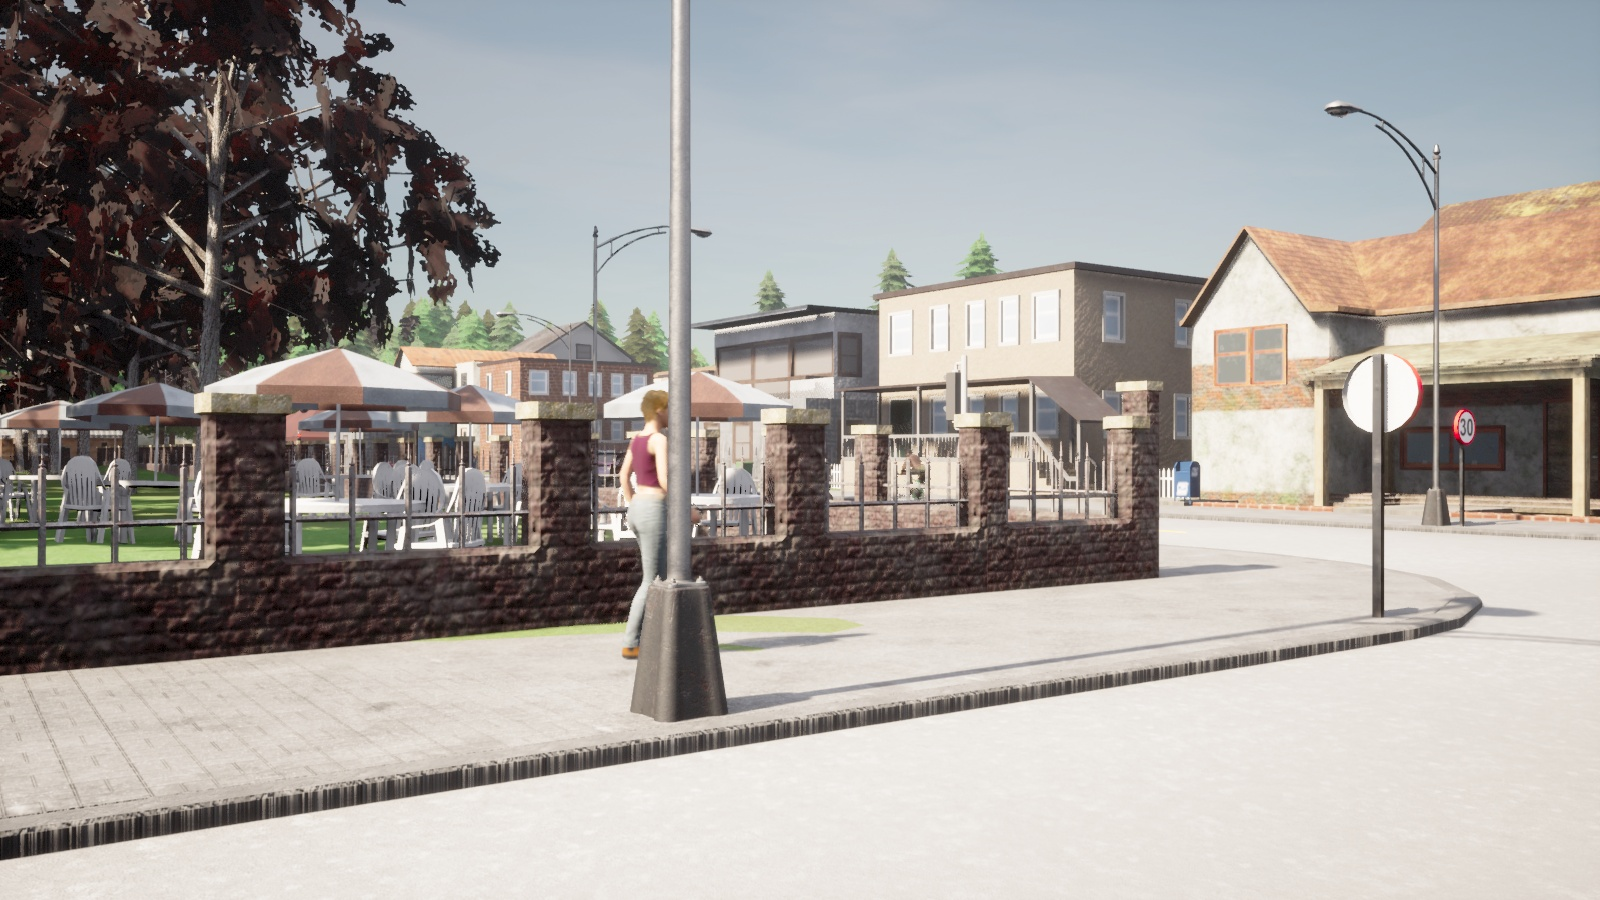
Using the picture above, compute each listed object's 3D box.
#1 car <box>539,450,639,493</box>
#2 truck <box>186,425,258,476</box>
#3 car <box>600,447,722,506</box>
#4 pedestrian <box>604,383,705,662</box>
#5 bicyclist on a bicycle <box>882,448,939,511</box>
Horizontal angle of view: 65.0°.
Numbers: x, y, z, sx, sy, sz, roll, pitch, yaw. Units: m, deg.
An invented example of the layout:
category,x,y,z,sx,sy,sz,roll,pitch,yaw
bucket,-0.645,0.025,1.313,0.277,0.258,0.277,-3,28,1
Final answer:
category,x,y,z,sx,sy,sz,roll,pitch,yaw
car,-8.432,0.814,49.772,2.033,1.649,4.856,0,0,-35
truck,-41.321,0.070,89.628,2.891,3.462,7.936,0,0,-38
car,-4.110,0.741,36.622,1.851,1.617,3.988,0,0,-35
pedestrian,-0.995,0.478,8.578,0.594,1.836,0.345,0,0,-29
bicyclist on a bicycle,2.943,0.773,33.488,0.582,1.620,1.656,0,0,-35
